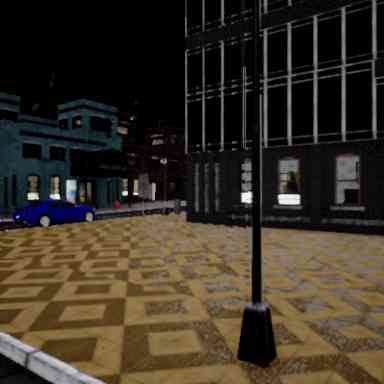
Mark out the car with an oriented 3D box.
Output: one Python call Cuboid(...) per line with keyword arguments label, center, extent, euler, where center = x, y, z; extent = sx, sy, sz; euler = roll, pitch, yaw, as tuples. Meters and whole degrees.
Cuboid(label="car", center=(-8.261, 1.203, 20.500), extent=(1.882, 1.535, 5.008), euler=(0, 1, 35))
